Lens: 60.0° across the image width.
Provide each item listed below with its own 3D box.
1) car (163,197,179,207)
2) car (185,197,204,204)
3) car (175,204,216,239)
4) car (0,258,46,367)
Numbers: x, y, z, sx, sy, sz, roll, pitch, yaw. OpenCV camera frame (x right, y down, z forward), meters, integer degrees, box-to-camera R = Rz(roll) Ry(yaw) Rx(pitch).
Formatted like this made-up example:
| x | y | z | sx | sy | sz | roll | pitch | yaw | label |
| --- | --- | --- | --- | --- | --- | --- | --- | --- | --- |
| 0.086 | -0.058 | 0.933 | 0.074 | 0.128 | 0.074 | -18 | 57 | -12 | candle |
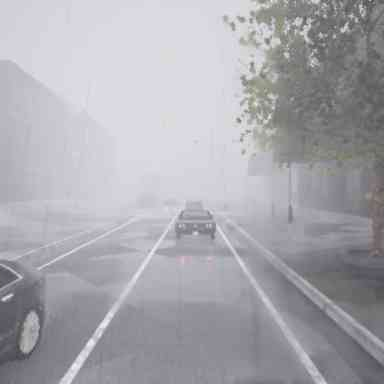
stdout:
| x | y | z | sx | sy | sz | roll | pitch | yaw | label |
| --- | --- | --- | --- | --- | --- | --- | --- | --- | --- |
| -2.889 | 1.366 | 46.851 | 1.994 | 1.385 | 4.181 | 0 | 0 | 0 | car |
| 0.241 | 1.315 | 35.377 | 1.882 | 1.535 | 5.008 | 0 | 0 | 0 | car |
| 0.167 | 1.538 | 17.072 | 1.895 | 1.301 | 4.718 | 0 | 0 | 0 | car |
| -3.090 | 1.499 | 3.099 | 1.837 | 1.490 | 4.892 | 0 | 0 | 0 | car |
